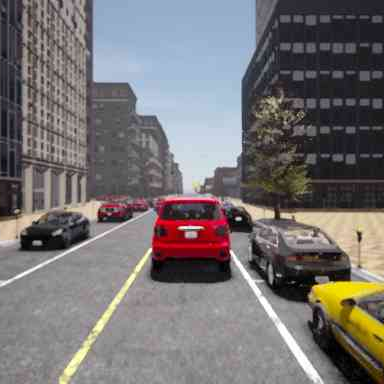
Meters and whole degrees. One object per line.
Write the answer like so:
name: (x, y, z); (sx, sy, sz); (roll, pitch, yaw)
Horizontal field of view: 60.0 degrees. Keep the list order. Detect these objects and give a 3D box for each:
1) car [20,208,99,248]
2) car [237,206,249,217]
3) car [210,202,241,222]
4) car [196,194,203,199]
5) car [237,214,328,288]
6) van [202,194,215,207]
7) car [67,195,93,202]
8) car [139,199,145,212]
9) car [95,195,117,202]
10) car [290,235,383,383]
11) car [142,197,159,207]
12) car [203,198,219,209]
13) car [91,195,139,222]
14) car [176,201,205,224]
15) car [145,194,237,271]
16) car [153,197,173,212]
car: (-5.773, 1.523, 14.567); (1.947, 1.339, 4.313); (0, 0, 0)
car: (2.541, 1.506, 20.279); (1.947, 1.339, 4.313); (0, 0, 0)
car: (2.507, 1.491, 25.969); (1.947, 1.339, 4.313); (0, 0, 0)
car: (2.139, 1.329, 93.680); (1.752, 1.417, 4.829); (0, 0, 0)
car: (2.609, 1.523, 8.902); (2.008, 1.369, 4.403); (0, 0, 0)
van: (2.373, 1.214, 48.724); (1.690, 1.788, 3.998); (0, 0, 0)
car: (-23.369, 1.296, 69.371); (4.829, 1.417, 1.752); (0, 0, 0)
car: (-5.908, 1.444, 37.324); (1.887, 1.381, 4.507); (0, 0, 0)
car: (-17.877, 1.362, 69.416); (4.206, 1.307, 1.802); (0, 0, 0)
car: (2.647, 1.514, 3.382); (1.752, 1.417, 4.829); (0, 0, 0)
car: (-5.975, 1.440, 48.701); (1.947, 1.339, 4.313); (0, 0, 0)
car: (2.406, 1.467, 43.035); (1.802, 1.307, 4.206); (0, 0, 0)
car: (-5.839, 1.242, 25.944); (2.192, 1.841, 5.009); (0, 0, 0)
car: (-0.108, 1.474, 25.694); (2.033, 1.411, 5.357); (0, 0, 0)
car: (-0.018, 1.183, 10.947); (2.150, 2.045, 5.566); (0, -1, 0)
car: (-3.327, 1.374, 38.659); (1.882, 1.535, 5.008); (0, 0, 0)
